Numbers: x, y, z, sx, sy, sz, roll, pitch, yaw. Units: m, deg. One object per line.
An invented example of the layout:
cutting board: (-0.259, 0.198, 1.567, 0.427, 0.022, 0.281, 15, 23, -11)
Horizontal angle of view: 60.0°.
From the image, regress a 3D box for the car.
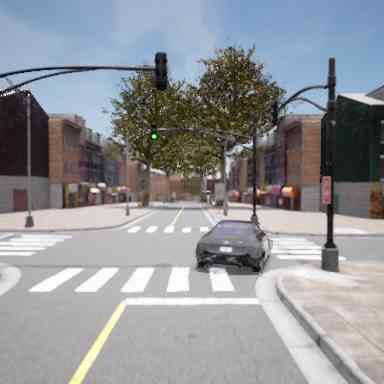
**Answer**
car: (1.534, 1.636, 11.223, 1.994, 1.385, 4.181, 2, -1, 17)
